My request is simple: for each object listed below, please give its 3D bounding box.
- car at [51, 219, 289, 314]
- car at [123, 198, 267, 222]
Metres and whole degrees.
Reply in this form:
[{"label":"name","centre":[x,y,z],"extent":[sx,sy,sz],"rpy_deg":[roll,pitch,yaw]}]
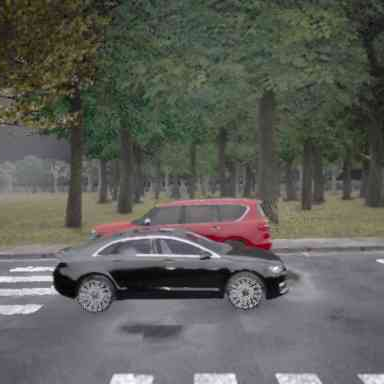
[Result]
[{"label":"car","centre":[-0.463,1.547,7.230],"extent":[4.902,1.511,2.128],"rpy_deg":[-1,0,0]},{"label":"car","centre":[-0.370,1.253,10.175],"extent":[5.566,2.045,2.150],"rpy_deg":[-1,0,0]}]
